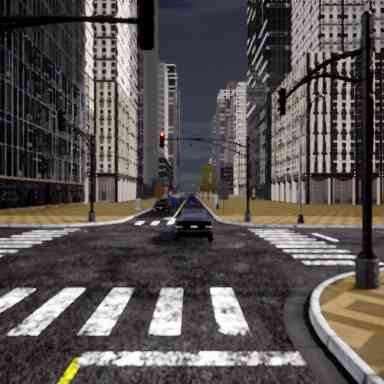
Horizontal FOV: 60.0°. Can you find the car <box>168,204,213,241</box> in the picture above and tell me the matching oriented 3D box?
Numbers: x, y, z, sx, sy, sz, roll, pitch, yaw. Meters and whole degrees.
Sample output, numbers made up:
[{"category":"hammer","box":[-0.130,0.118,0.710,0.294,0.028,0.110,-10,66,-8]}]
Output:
[{"category":"car","box":[0.073,1.533,16.651,2.033,1.411,5.357,0,0,0]}]

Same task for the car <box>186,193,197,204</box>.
[{"category":"car","box":[-0.120,1.418,61.796,1.812,1.442,4.674,0,0,0]}]

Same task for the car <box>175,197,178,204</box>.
[{"category":"car","box":[-3.182,1.389,51.686,1.882,1.535,5.008,0,0,0]}]

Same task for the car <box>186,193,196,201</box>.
[{"category":"car","box":[-0.141,1.061,71.770,2.097,1.767,4.553,0,0,0]}]

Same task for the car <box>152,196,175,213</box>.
[{"category":"car","box":[-3.168,1.444,36.101,1.837,1.490,4.892,0,0,0]}]
